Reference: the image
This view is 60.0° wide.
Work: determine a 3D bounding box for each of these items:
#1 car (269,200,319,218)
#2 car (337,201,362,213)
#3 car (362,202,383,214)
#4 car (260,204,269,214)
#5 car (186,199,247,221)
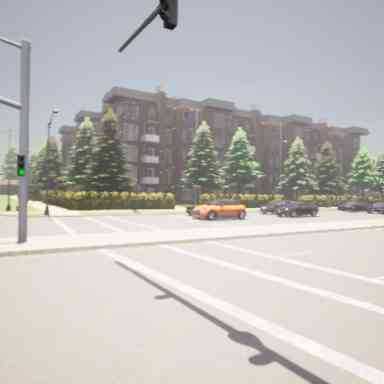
[{"bbox_3d":[10.071,1.639,31.899,4.892,1.490,1.837,1,0,-32],"label":"car"},{"bbox_3d":[21.042,1.868,42.818,5.357,1.411,2.033,1,0,-32],"label":"car"},{"bbox_3d":[22.768,1.922,39.771,4.181,1.385,1.994,1,0,-32],"label":"car"},{"bbox_3d":[9.478,1.610,35.646,4.902,1.511,2.128,1,0,-32],"label":"car"},{"bbox_3d":[2.195,1.350,26.999,4.553,1.767,2.097,1,0,-32],"label":"car"}]
